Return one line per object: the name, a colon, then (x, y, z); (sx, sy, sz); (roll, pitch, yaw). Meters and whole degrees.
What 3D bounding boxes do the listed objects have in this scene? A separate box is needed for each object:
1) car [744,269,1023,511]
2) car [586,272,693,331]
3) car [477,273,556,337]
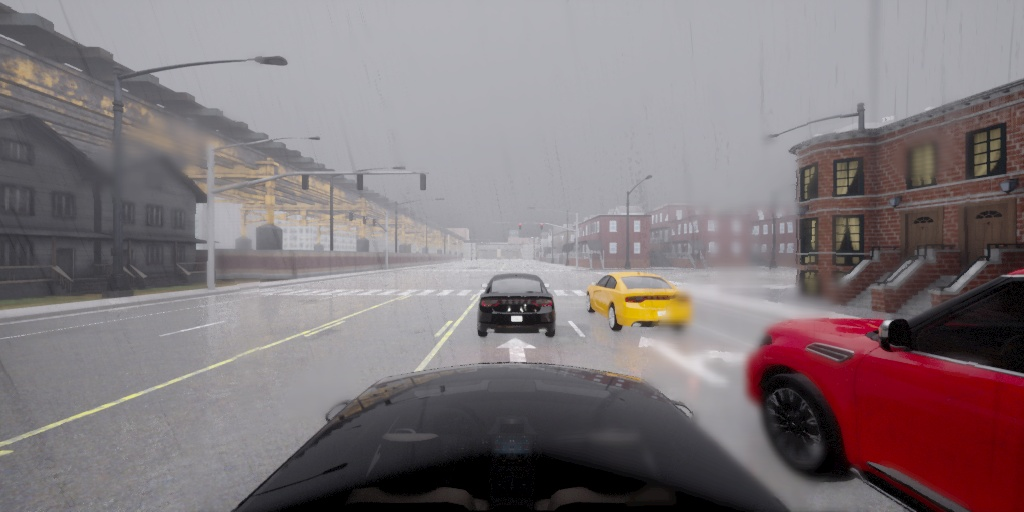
car: (3.598, 0.971, 1.524); (2.150, 2.045, 5.566); (0, 0, 0)
car: (3.612, 1.227, 11.049); (1.882, 1.535, 5.008); (0, 0, 0)
car: (0.109, 1.227, 10.347); (1.882, 1.535, 5.008); (0, 0, 0)
